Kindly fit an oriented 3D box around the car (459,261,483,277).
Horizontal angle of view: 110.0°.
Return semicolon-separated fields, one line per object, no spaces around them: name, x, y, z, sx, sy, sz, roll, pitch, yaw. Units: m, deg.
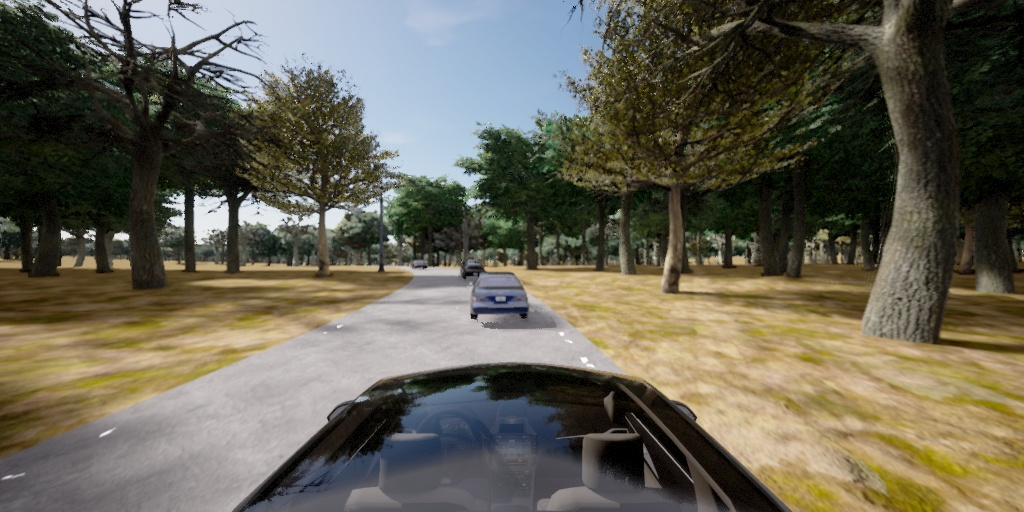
car;-3.514;1.200;31.495;1.837;1.490;4.892;0;0;-12

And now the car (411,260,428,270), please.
car;-13.694;1.301;52.926;2.033;1.411;5.357;0;0;-22

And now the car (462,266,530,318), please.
car;-0.538;1.256;12.708;2.033;1.411;5.357;0;0;-5
